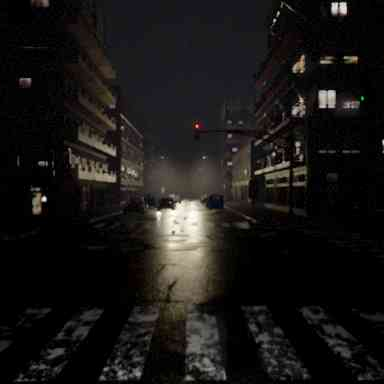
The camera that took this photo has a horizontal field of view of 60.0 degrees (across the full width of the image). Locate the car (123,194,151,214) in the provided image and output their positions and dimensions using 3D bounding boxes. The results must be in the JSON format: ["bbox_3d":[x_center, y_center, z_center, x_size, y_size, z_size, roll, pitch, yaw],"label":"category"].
[{"bbox_3d":[-5.463,1.307,32.550,1.967,1.590,4.097,0,0,0],"label":"car"}]

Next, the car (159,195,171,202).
[{"bbox_3d":[-5.352,1.271,66.039,1.887,1.381,4.507,0,0,0],"label":"car"}]

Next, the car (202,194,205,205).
[{"bbox_3d":[2.635,1.365,43.720,1.887,1.381,4.507,0,0,0],"label":"car"}]

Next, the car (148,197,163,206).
[{"bbox_3d":[-5.391,1.379,49.296,1.802,1.307,4.206,0,0,0],"label":"car"}]

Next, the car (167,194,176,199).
[{"bbox_3d":[-5.365,1.174,88.365,2.008,1.369,4.403,0,0,0],"label":"car"}]

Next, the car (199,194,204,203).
[{"bbox_3d":[2.537,1.340,54.881,1.947,1.339,4.313,0,0,0],"label":"car"}]

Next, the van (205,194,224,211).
[{"bbox_3d":[2.674,1.187,37.515,1.690,1.788,3.998,0,0,0],"label":"van"}]

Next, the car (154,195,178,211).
[{"bbox_3d":[-2.873,1.372,37.572,1.812,1.442,4.674,0,0,0],"label":"car"}]

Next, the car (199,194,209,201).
[{"bbox_3d":[2.525,1.246,71.625,1.887,1.381,4.507,0,0,0],"label":"car"}]

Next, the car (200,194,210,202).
[{"bbox_3d":[2.528,1.166,66.043,1.967,1.590,4.097,0,0,0],"label":"car"}]

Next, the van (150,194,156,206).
[{"bbox_3d":[-5.434,1.162,43.714,1.690,1.788,3.998,0,0,0],"label":"van"}]

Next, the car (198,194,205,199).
[{"bbox_3d":[2.515,1.189,88.370,1.947,1.339,4.313,0,0,0],"label":"car"}]

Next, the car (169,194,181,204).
[{"bbox_3d":[-2.826,1.310,57.603,2.033,1.411,5.357,0,0,0],"label":"car"}]
